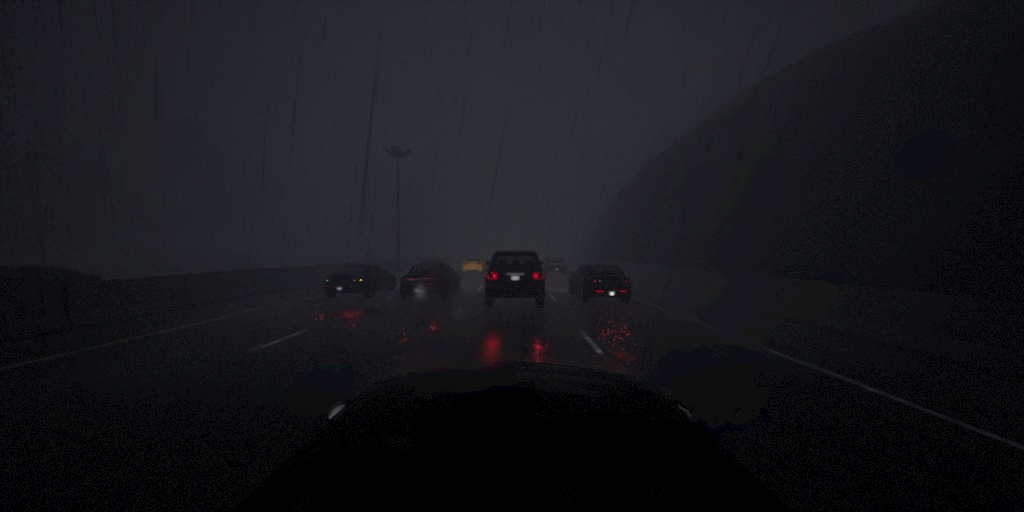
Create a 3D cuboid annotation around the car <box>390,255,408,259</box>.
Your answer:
[{"bbox_3d":[-17.418,0.536,55.059,1.812,1.442,4.674,0,1,1],"label":"car"}]

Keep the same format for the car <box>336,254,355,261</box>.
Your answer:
[{"bbox_3d":[-24.420,0.515,54.818,1.837,1.490,4.892,0,1,1],"label":"car"}]

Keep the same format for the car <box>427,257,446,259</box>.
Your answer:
[{"bbox_3d":[-6.870,0.794,32.980,1.882,1.535,5.008,0,1,0],"label":"car"}]

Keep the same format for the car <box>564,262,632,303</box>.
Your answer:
[{"bbox_3d":[3.613,1.066,15.358,1.837,1.490,4.892,0,1,0],"label":"car"}]

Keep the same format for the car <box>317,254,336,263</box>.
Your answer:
[{"bbox_3d":[-27.918,0.502,54.894,2.128,1.511,4.902,0,1,1],"label":"car"}]

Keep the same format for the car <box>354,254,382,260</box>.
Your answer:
[{"bbox_3d":[-20.951,0.525,53.309,2.128,1.511,4.902,0,1,1],"label":"car"}]

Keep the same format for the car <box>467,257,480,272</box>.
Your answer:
[{"bbox_3d":[-3.369,0.795,32.980,1.882,1.535,5.008,0,1,0],"label":"car"}]

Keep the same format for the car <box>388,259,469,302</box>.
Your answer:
[{"bbox_3d":[-3.387,1.049,15.623,2.128,1.511,4.902,0,1,0],"label":"car"}]

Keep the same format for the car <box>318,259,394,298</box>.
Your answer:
[{"bbox_3d":[-6.900,1.068,16.621,1.812,1.442,4.674,0,1,0],"label":"car"}]

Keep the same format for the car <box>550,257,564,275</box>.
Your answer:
[{"bbox_3d":[3.628,0.832,31.402,2.128,1.511,4.902,0,1,0],"label":"car"}]

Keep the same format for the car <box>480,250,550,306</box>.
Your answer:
[{"bbox_3d":[0.112,0.793,14.626,2.150,2.045,5.566,0,1,0],"label":"car"}]

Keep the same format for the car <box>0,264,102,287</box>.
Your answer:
[{"bbox_3d":[-17.591,1.076,12.476,1.882,1.535,5.008,0,1,0],"label":"car"}]
